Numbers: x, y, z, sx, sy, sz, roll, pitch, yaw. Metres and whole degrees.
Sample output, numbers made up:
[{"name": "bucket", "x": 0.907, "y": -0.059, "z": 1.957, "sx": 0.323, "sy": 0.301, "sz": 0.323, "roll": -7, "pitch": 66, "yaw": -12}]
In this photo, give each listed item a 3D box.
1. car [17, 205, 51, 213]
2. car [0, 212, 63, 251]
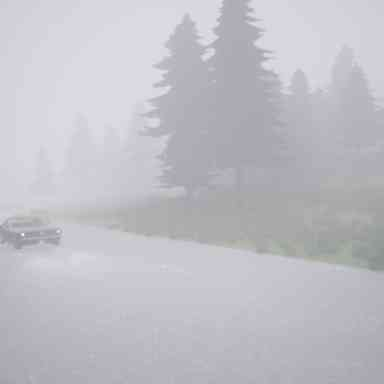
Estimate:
[{"name": "car", "x": -13.837, "y": 1.893, "z": 28.864, "sx": 1.882, "sy": 1.535, "sz": 5.008, "roll": -1, "pitch": 0, "yaw": -40}, {"name": "car", "x": -7.871, "y": 1.876, "z": 15.996, "sx": 1.895, "sy": 1.301, "sz": 4.718, "roll": -1, "pitch": 0, "yaw": -40}]
